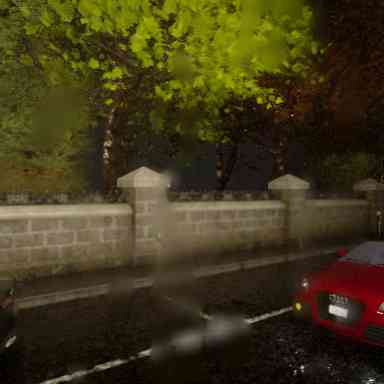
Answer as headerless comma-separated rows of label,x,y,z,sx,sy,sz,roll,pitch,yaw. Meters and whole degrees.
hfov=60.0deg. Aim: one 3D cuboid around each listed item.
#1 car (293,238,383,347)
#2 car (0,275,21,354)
car,3.786,1.591,6.089,4.181,1.385,1.994,0,0,-36
car,-4.289,1.544,3.501,4.403,1.369,2.008,0,0,-36
